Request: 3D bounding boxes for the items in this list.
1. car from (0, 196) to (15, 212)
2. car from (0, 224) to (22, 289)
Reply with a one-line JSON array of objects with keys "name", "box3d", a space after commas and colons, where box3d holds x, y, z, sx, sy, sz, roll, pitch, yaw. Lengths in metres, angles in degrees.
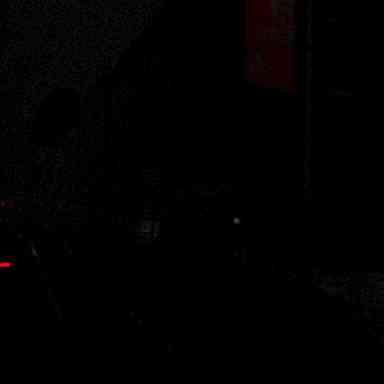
[{"name": "car", "box3d": [-20.573, 1.230, 36.396, 2.097, 1.767, 4.553, 2, -1, -28]}, {"name": "car", "box3d": [-5.557, 1.530, 8.683, 2.033, 1.411, 5.357, 2, -1, -28]}]
